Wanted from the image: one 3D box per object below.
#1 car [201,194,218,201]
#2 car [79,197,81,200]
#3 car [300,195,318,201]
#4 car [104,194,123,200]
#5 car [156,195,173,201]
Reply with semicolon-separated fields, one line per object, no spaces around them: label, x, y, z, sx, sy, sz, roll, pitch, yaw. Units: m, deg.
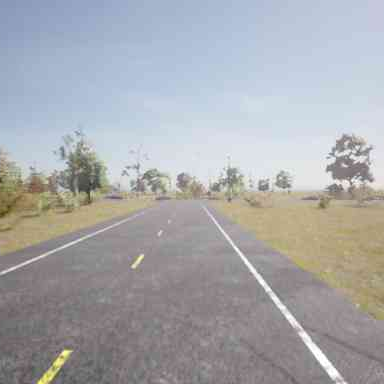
car;4.753;1.371;88.630;4.553;1.767;2.097;0;0;-2
car;-29.128;1.433;80.715;4.181;1.385;1.994;0;0;-2
car;31.483;1.624;89.405;4.674;1.442;1.812;0;0;-2
car;-20.866;1.385;87.958;5.008;1.535;1.882;0;0;-2
car;-6.739;1.538;81.362;4.181;1.385;1.994;0;0;-1
